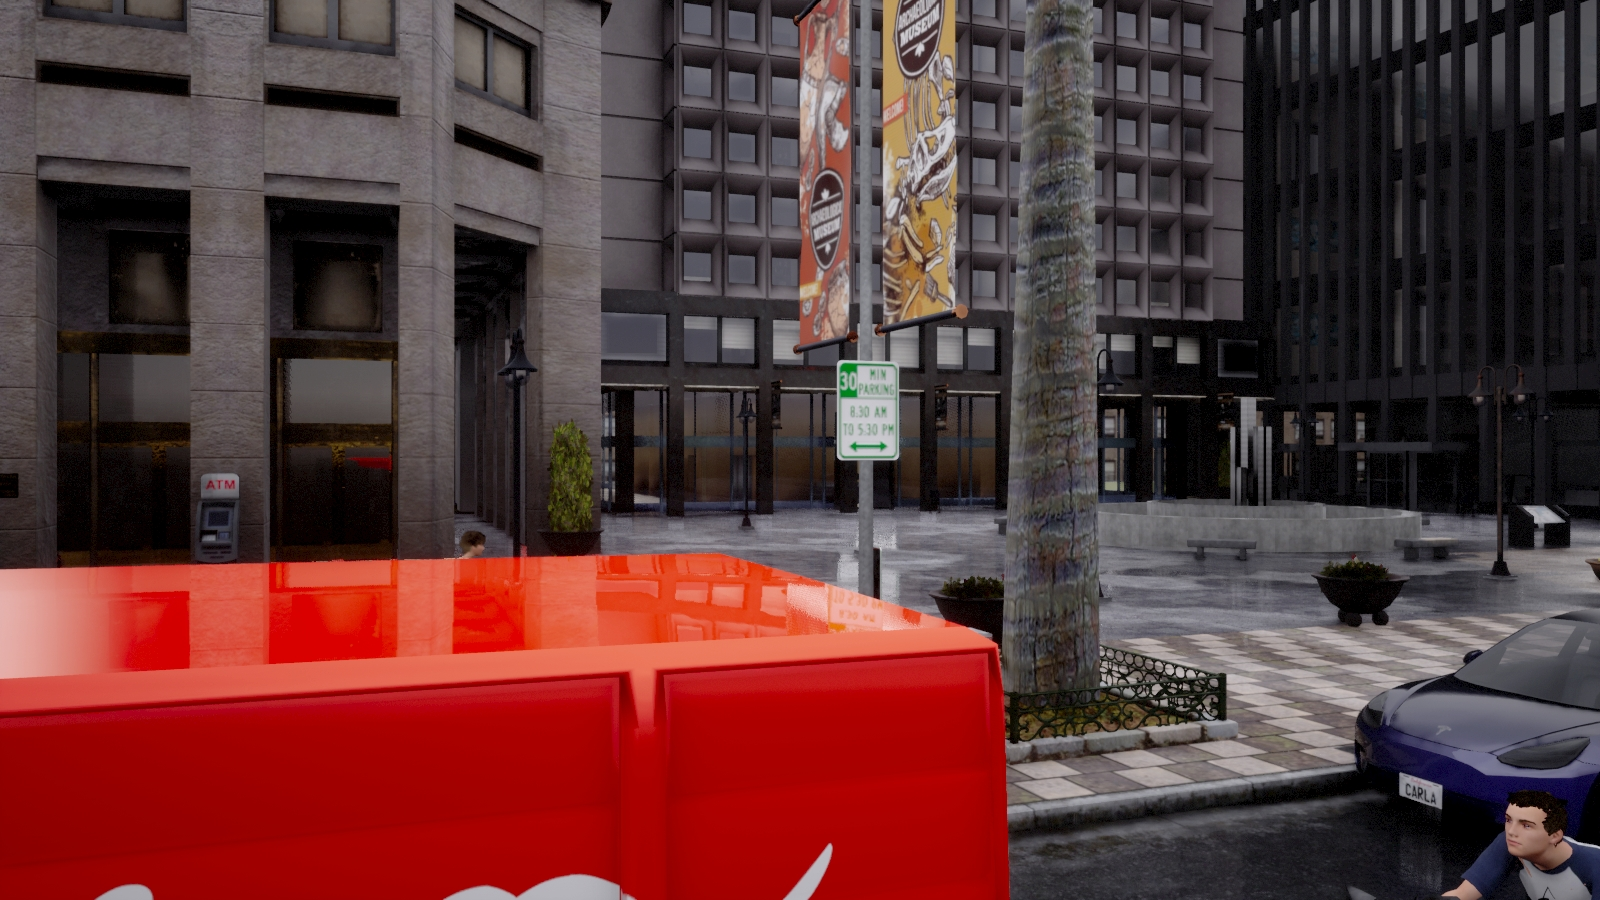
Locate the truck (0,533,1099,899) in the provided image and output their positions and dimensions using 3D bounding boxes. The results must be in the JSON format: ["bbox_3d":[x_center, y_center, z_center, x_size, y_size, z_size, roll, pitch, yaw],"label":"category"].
[{"bbox_3d":[-2.337,1.568,2.464,5.204,2.467,2.627,0,0,-20],"label":"truck"}]

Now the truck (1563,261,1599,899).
[{"bbox_3d":[8.736,0.895,6.469,8.468,3.827,2.891,0,0,-20],"label":"truck"}]
